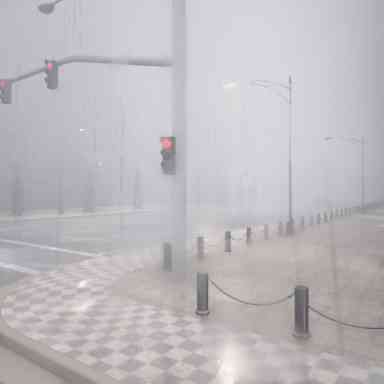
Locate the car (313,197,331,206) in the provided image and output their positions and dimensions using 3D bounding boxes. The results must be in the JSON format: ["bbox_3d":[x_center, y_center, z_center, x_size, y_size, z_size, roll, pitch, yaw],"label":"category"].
[{"bbox_3d":[21.401,1.510,54.571,1.994,1.385,4.181,0,0,35],"label":"car"}]
